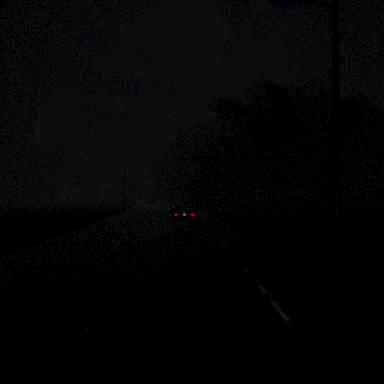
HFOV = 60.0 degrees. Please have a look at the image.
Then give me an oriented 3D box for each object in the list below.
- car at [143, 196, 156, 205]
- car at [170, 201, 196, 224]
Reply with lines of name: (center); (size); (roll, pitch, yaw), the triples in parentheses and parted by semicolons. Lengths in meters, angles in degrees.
car: (-8.169, 1.834, 66.419); (2.033, 1.411, 5.357); (0, 0, -8)
car: (-0.698, 1.724, 26.823); (2.033, 1.411, 5.357); (0, 0, -3)
